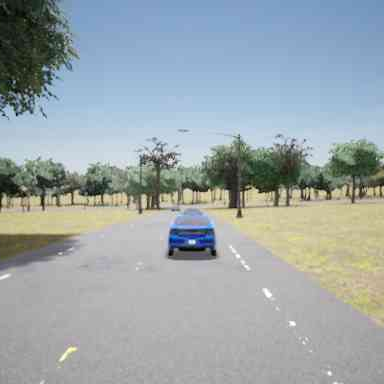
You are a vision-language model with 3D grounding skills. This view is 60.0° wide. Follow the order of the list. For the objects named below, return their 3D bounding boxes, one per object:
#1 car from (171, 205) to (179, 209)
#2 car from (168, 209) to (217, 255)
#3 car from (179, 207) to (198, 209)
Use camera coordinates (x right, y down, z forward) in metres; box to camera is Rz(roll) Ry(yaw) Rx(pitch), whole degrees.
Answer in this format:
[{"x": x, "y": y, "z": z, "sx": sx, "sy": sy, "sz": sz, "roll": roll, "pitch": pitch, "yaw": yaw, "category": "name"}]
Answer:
[{"x": -3.466, "y": 3.549, "z": 71.856, "sx": 2.033, "sy": 1.411, "sz": 5.357, "roll": 0, "pitch": -2, "yaw": 0, "category": "car"}, {"x": 0.014, "y": 1.714, "z": 14.521, "sx": 1.882, "sy": 1.535, "sz": 5.008, "roll": 0, "pitch": -1, "yaw": 0, "category": "car"}, {"x": 0.018, "y": 2.173, "z": 29.346, "sx": 1.837, "sy": 1.490, "sz": 4.892, "roll": 0, "pitch": -1, "yaw": 0, "category": "car"}]
